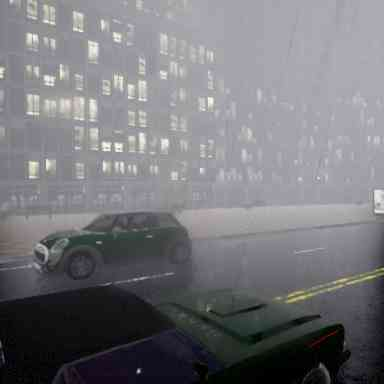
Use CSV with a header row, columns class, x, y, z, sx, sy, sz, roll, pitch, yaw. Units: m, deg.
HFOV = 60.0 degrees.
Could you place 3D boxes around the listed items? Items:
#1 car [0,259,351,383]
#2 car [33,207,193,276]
class,x,y,z,sx,sy,sz,roll,pitch,yaw
car,-0.620,1.600,2.997,4.718,1.301,1.895,0,0,-36
car,-2.249,1.351,10.066,4.553,1.767,2.097,0,0,-35
